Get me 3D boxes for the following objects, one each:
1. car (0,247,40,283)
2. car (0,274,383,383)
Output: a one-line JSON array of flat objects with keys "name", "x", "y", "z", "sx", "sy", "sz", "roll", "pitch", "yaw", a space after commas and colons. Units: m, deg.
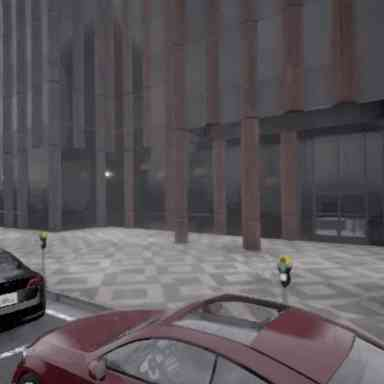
[{"name": "car", "x": -4.430, "y": 1.657, "z": 6.117, "sx": 4.313, "sy": 1.339, "sz": 1.947, "roll": -1, "pitch": -1, "yaw": 35}, {"name": "car", "x": 0.162, "y": 1.600, "z": 2.848, "sx": 4.206, "sy": 1.307, "sz": 1.802, "roll": -1, "pitch": -1, "yaw": 35}]
